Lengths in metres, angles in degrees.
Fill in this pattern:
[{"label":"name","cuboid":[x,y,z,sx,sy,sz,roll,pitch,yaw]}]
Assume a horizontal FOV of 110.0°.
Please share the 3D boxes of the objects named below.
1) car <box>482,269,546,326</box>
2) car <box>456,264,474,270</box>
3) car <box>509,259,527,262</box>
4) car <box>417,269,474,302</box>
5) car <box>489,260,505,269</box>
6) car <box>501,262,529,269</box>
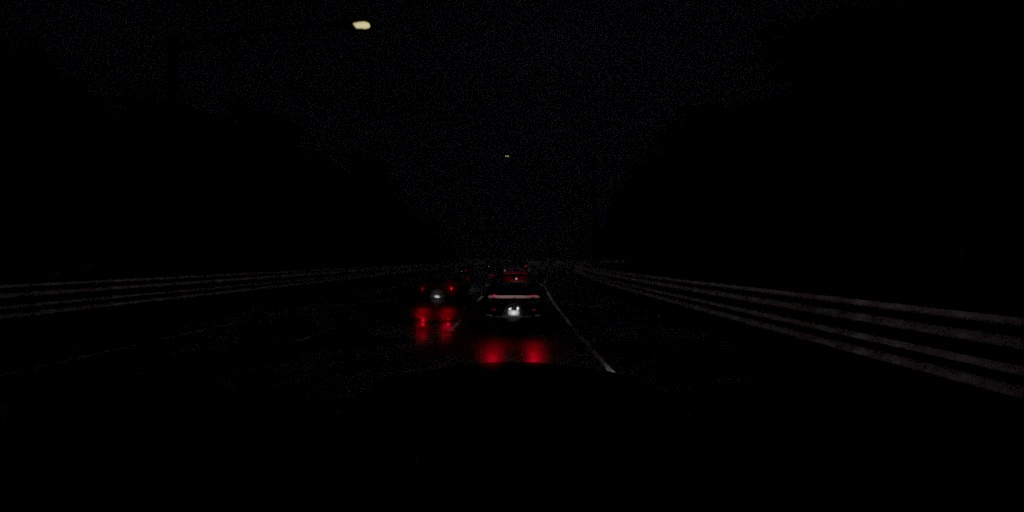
[{"label":"car","cuboid":[0.075,1.361,12.188,2.128,1.511,4.902,0,-1,1]},{"label":"car","cuboid":[-5.997,1.704,45.614,1.812,1.442,4.674,0,0,2]},{"label":"car","cuboid":[0.952,1.411,46.446,2.150,2.045,5.566,0,0,2]},{"label":"car","cuboid":[-3.308,1.534,18.301,1.895,1.301,4.718,0,-1,1]},{"label":"car","cuboid":[-2.250,1.742,52.384,1.837,1.490,4.892,0,0,2]},{"label":"car","cuboid":[0.374,1.510,28.337,1.882,1.535,5.008,0,0,1]}]
